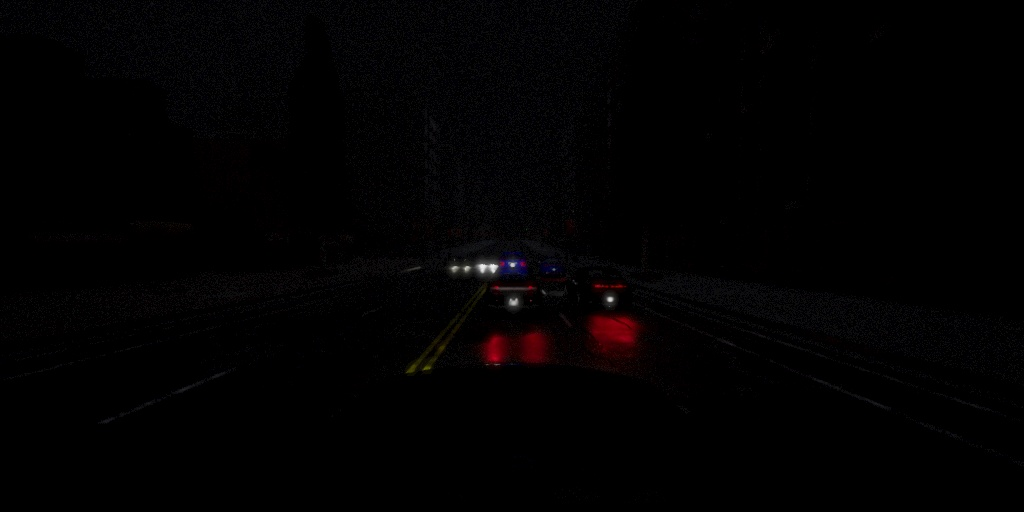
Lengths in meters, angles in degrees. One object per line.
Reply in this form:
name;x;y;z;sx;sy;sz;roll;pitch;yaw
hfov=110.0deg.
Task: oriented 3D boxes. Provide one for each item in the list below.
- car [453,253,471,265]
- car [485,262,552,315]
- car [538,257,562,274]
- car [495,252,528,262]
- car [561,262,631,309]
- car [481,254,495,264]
car;-6.581;0.393;47.495;1.882;1.535;5.008;0;2;0
car;0.065;1.164;13.141;2.128;1.511;4.902;0;1;0
car;3.327;0.859;30.757;1.882;1.535;5.008;0;1;0
car;0.068;0.658;28.296;2.150;2.045;5.566;0;1;0
car;3.323;1.164;14.494;1.837;1.490;4.892;0;1;0
car;-3.314;0.405;50.883;1.895;1.301;4.718;0;2;0
